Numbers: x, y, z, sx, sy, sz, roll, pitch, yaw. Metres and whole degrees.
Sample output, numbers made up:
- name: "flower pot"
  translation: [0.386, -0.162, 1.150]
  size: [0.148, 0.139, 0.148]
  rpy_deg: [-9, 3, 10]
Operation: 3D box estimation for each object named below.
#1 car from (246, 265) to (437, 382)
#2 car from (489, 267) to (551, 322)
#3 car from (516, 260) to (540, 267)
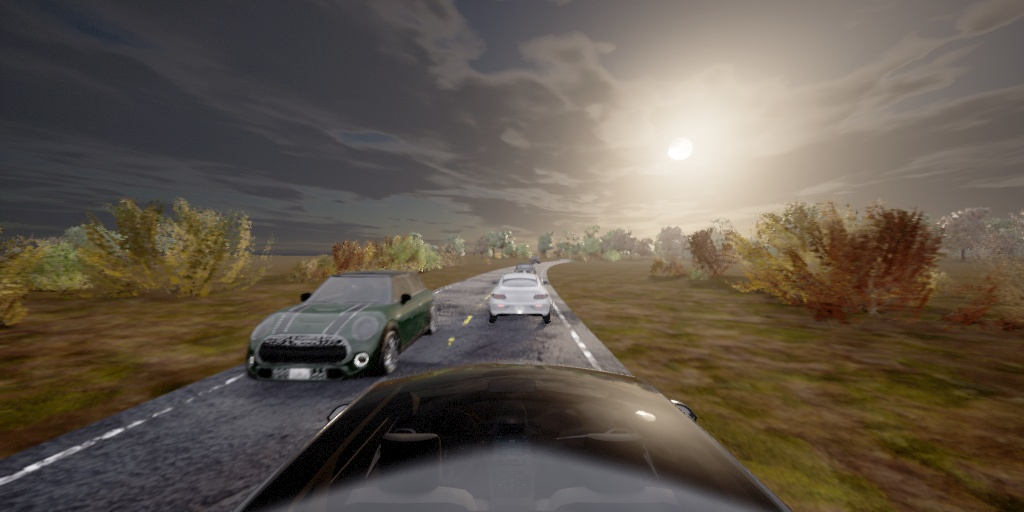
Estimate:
- name: "car"
  translation: [-3.012, 1.097, 7.386]
  size: [2.097, 1.767, 4.553]
  rpy_deg: [0, 0, 1]
- name: "car"
  translation: [0.267, 1.273, 12.103]
  size: [1.812, 1.442, 4.674]
  rpy_deg: [0, 0, 1]
- name: "car"
  translation: [1.122, 1.290, 30.146]
  size: [2.033, 1.411, 5.357]
  rpy_deg: [0, 0, 4]
